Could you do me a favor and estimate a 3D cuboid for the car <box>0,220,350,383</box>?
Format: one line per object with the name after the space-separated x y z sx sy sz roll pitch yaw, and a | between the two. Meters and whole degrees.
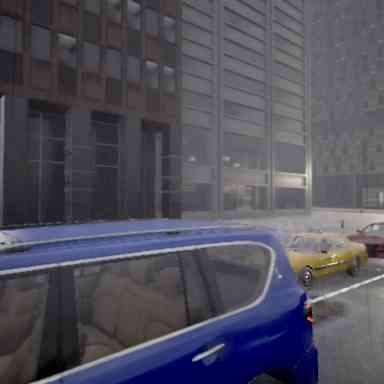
-1.331 1.288 2.305 5.566 2.045 2.150 1 -2 -39 | car

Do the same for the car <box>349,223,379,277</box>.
3.412 1.775 9.684 4.829 1.417 1.752 1 -2 -40 | car

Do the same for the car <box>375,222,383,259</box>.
7.802 1.881 13.310 4.507 1.381 1.887 1 -2 -40 | car
